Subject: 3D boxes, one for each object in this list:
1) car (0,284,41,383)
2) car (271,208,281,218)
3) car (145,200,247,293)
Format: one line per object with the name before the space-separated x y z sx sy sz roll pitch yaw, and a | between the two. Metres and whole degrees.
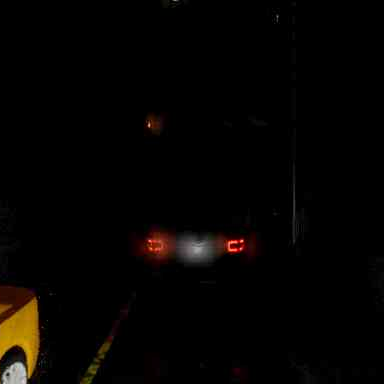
car | -2.625 1.477 1.684 1.882 1.535 5.008 0 0 0
car | 9.050 1.573 27.643 4.718 1.301 1.895 0 0 -10
car | 0.079 1.218 9.021 2.150 2.045 5.566 0 0 0
